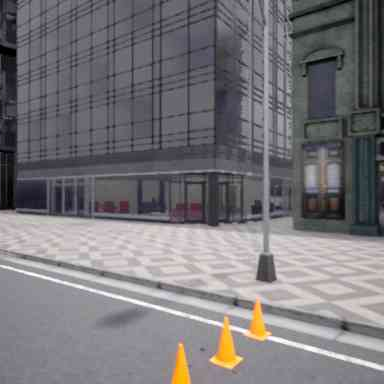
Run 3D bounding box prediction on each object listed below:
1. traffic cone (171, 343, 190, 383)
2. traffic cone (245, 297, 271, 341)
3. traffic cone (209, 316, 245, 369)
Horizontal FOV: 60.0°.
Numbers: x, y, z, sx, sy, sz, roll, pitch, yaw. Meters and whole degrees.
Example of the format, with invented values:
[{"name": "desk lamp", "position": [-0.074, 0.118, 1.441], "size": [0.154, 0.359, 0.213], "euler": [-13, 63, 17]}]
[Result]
[{"name": "traffic cone", "position": [-0.128, 1.967, 3.658], "size": [0.340, 0.580, 0.340], "euler": [0, 0, 36]}, {"name": "traffic cone", "position": [1.034, 1.974, 5.285], "size": [0.340, 0.580, 0.340], "euler": [0, 0, 36]}, {"name": "traffic cone", "position": [0.453, 1.971, 4.472], "size": [0.340, 0.580, 0.340], "euler": [0, 0, 36]}]
